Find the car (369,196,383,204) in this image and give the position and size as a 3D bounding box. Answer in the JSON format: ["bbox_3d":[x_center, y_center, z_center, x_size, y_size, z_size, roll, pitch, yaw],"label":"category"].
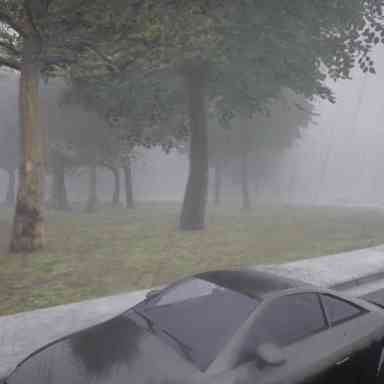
[{"bbox_3d":[37.085,1.537,67.910,2.097,1.767,4.553,0,0,-12],"label":"car"}]

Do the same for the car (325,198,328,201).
[{"bbox_3d":[34.370,1.647,80.507,2.033,1.411,5.357,0,0,-12],"label":"car"}]

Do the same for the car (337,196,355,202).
[{"bbox_3d":[37.547,1.681,81.192,1.994,1.385,4.181,0,0,-12],"label":"car"}]

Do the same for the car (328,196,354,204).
[{"bbox_3d":[30.412,1.775,68.014,1.994,1.385,4.181,0,0,-12],"label":"car"}]

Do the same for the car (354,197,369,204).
[{"bbox_3d":[33.589,1.768,68.699,1.812,1.442,4.674,0,0,-12],"label":"car"}]

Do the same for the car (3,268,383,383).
[{"bbox_3d":[0.392,1.570,3.351,4.181,1.385,1.994,0,0,-35],"label":"car"}]
